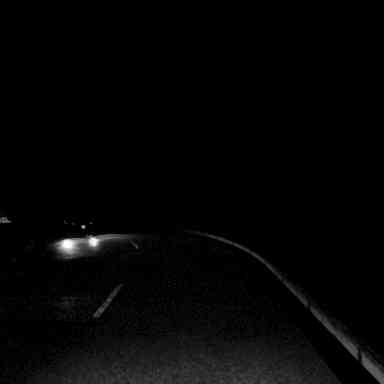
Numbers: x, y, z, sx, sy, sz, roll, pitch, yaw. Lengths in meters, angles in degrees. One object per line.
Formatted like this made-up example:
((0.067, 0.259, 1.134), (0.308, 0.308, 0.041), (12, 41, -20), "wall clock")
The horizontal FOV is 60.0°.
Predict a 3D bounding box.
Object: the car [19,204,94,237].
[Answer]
((-7.309, 1.503, 18.301), (4.892, 1.490, 1.837), (0, -2, 40), "car")

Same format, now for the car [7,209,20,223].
((-11.472, 1.580, 24.639), (4.181, 1.385, 1.994), (0, -1, 17), "car")
